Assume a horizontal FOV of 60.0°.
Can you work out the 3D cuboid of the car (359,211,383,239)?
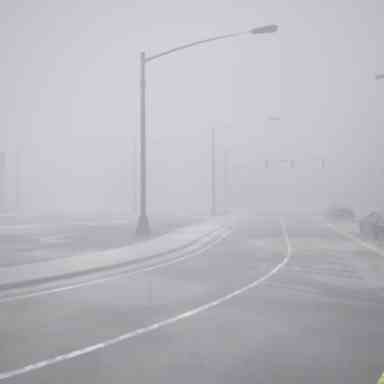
[{"bbox_3d":[10.789,1.765,18.619,1.812,1.442,4.674,-1,-1,15],"label":"car"}]

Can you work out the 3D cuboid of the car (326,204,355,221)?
[{"bbox_3d":[14.109,1.906,31.805,1.882,1.535,5.008,-1,-1,14],"label":"car"}]
